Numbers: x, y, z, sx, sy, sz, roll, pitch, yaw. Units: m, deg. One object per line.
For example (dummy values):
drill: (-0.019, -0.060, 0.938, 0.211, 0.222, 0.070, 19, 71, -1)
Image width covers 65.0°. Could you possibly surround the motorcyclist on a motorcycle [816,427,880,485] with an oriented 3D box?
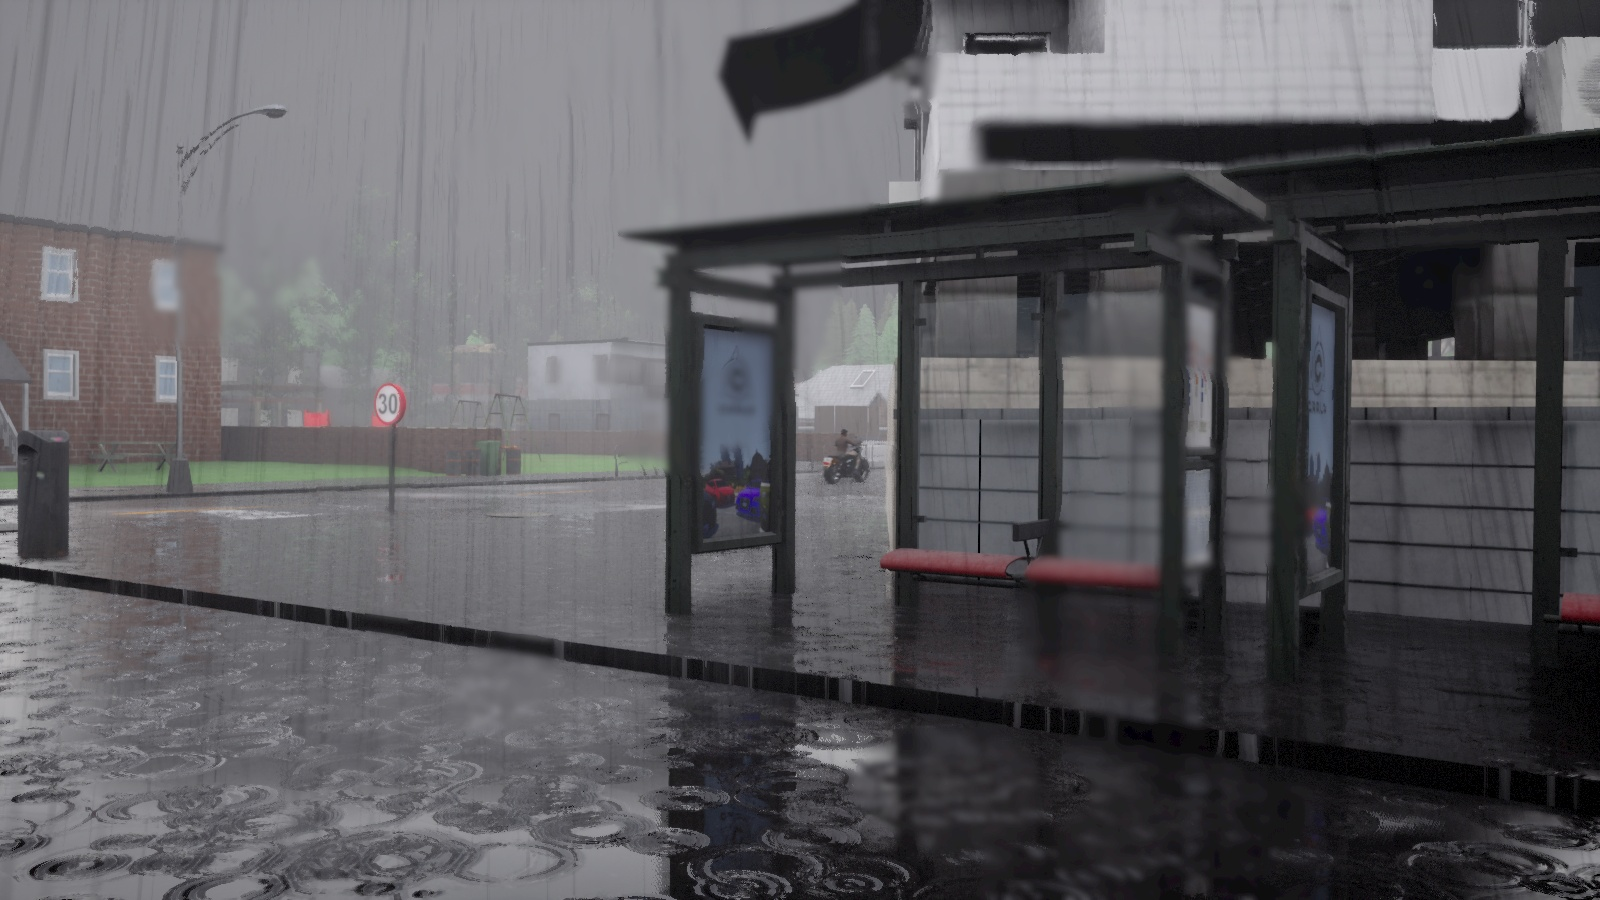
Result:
motorcyclist on a motorcycle: (1.442, 0.163, 37.027, 0.766, 1.649, 2.350, 0, 1, 34)
